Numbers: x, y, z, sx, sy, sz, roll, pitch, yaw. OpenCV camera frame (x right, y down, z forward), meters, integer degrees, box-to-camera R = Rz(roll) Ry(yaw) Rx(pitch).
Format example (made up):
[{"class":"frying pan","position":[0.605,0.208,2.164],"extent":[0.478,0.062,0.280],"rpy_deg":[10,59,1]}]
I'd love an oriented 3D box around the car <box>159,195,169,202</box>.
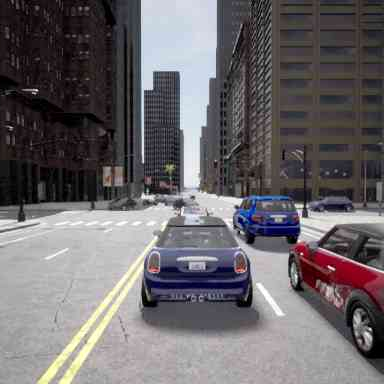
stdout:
[{"class":"car","position":[-6.519,1.481,77.978],"extent":[2.128,1.511,4.902],"rpy_deg":[0,0,0]}]

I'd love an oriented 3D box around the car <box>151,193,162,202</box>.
[{"class":"car","position":[-6.537,1.309,67.338],"extent":[2.097,1.767,4.553],"rpy_deg":[0,0,0]}]

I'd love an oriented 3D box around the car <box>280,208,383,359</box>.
[{"class":"car","position":[3.344,1.349,6.152],"extent":[2.097,1.767,4.553],"rpy_deg":[0,0,0]}]

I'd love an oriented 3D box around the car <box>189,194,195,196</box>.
[{"class":"car","position":[-0.021,1.456,92.264],"extent":[1.837,1.490,4.892],"rpy_deg":[0,0,0]}]

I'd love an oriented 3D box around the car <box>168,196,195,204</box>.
[{"class":"car","position":[-0.714,1.497,39.328],"extent":[1.812,1.442,4.674],"rpy_deg":[0,1,-28]}]

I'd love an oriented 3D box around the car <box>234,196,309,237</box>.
[{"class":"car","position":[3.349,1.211,15.863],"extent":[2.150,2.045,5.566],"rpy_deg":[0,0,-2]}]

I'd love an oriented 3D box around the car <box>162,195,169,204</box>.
[{"class":"car","position":[-3.358,1.489,53.305],"extent":[1.812,1.442,4.674],"rpy_deg":[0,0,0]}]

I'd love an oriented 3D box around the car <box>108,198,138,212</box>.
[{"class":"car","position":[-8.078,1.476,39.446],"extent":[1.837,1.490,4.892],"rpy_deg":[1,0,17]}]

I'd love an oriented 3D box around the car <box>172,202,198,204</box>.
[{"class":"car","position":[0.089,1.480,17.048],"extent":[2.128,1.511,4.902],"rpy_deg":[0,0,0]}]

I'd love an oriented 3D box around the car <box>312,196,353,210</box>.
[{"class":"car","position":[16.670,1.323,39.608],"extent":[4.097,1.590,1.967],"rpy_deg":[0,1,0]}]

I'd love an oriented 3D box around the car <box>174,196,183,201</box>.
[{"class":"car","position":[-3.269,1.550,79.615],"extent":[1.895,1.301,4.718],"rpy_deg":[0,0,0]}]

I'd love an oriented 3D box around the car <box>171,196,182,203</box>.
[{"class":"car","position":[-3.268,1.505,69.239],"extent":[2.033,1.411,5.357],"rpy_deg":[0,0,0]}]

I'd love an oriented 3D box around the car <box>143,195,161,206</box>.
[{"class":"car","position":[-6.604,1.527,52.763],"extent":[1.994,1.385,4.181],"rpy_deg":[0,0,0]}]

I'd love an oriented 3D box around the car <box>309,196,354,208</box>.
[{"class":"car","position":[15.344,1.277,36.907],"extent":[4.553,1.767,2.097],"rpy_deg":[0,1,-1]}]

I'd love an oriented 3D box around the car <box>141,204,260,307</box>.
[{"class":"car","position":[0.094,1.348,8.111],"extent":[2.097,1.767,4.553],"rpy_deg":[0,0,0]}]
